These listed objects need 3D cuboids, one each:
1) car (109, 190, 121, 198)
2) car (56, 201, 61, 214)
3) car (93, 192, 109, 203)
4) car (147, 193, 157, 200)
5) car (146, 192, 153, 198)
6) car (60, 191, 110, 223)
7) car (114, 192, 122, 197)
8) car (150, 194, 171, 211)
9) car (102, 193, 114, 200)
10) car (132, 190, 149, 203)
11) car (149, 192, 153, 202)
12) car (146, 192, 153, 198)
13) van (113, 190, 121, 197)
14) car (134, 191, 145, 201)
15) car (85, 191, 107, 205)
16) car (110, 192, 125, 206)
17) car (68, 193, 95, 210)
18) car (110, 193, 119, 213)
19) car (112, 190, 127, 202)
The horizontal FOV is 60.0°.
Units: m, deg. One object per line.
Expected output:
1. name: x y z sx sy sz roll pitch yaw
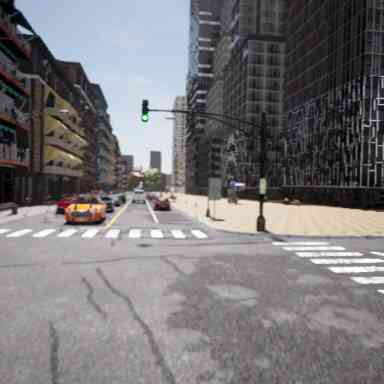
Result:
1. car: -18.366 0.462 79.527 2.192 1.841 5.009 0 0 -9
2. car: -10.651 1.111 29.279 1.887 1.381 4.507 1 0 -9
3. car: -14.080 0.818 51.611 1.967 1.590 4.097 0 0 -9
4. car: -8.414 0.977 69.687 1.887 1.381 4.507 0 0 -9
5. car: -11.844 0.794 92.021 1.887 1.381 4.507 0 0 -9
6. car: -6.901 1.045 22.019 2.097 1.767 4.553 1 0 -9
7. car: -20.083 0.638 90.695 1.802 1.307 4.206 0 0 -9
8. car: -3.270 1.256 36.187 1.887 1.381 4.507 0 0 -9
9. car: -15.797 0.867 62.779 1.802 1.307 4.206 0 0 -9
10. car: -8.527 0.724 53.726 2.150 2.045 5.566 1 0 -8
11. car: -6.699 1.075 58.520 2.008 1.369 4.403 0 0 -9
12. car: -11.012 0.818 86.606 1.752 1.417 4.829 0 0 -9
13. van: -19.223 0.442 85.110 1.690 1.788 3.998 0 0 -9
14. car: -10.158 0.766 64.310 2.097 1.767 4.553 1 0 -9
15. car: -13.222 0.739 46.028 2.192 1.841 5.009 0 0 -9
16. car: -9.983 1.068 42.110 2.033 1.411 5.357 1 0 -8
17. car: -11.508 0.958 34.861 1.967 1.590 4.097 0 0 -9
18. car: -8.419 1.112 31.901 1.837 1.490 4.892 1 0 -9
19. car: -11.500 0.658 52.313 2.150 2.045 5.566 1 0 -8
